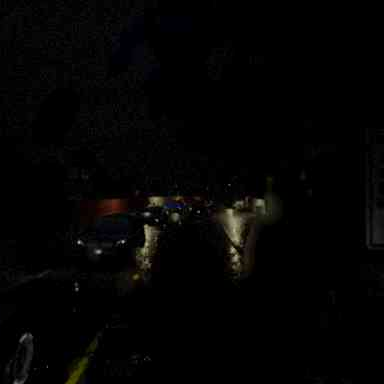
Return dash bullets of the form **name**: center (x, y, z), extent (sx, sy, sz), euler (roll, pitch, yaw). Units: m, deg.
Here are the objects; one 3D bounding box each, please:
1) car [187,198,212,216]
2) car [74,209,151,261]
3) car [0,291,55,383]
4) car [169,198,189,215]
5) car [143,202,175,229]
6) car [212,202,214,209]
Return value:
- **car**: center (0.862, 1.673, 34.848), extent (1.837, 1.490, 4.892), euler (0, 0, 5)
- **car**: center (-2.908, 1.596, 12.693), extent (1.812, 1.442, 4.674), euler (0, 0, 0)
- **car**: center (-2.829, 1.625, 2.520), extent (1.895, 1.301, 4.718), euler (0, 0, -2)
- **car**: center (-1.840, 1.662, 36.432), extent (1.882, 1.535, 5.008), euler (0, -1, 5)
- **car**: center (-2.680, 1.665, 23.032), extent (2.033, 1.411, 5.357), euler (0, 0, 3)
- **car**: center (2.007, 1.801, 47.215), extent (1.994, 1.385, 4.181), euler (0, 0, 7)
